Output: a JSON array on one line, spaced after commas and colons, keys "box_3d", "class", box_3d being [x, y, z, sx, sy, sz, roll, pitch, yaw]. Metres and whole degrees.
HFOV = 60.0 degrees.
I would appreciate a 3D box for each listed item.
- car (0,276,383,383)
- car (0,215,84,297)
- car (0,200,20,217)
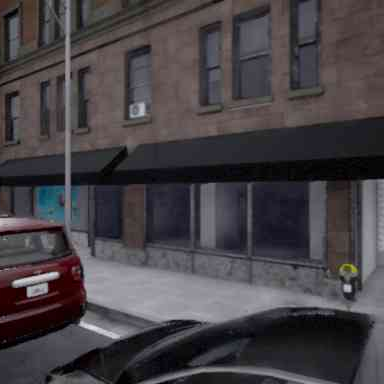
[{"box_3d": [0.719, 1.567, 2.297, 4.313, 1.339, 1.947, 0, 0, 36], "class": "car"}, {"box_3d": [-3.890, 1.320, 5.587, 5.009, 1.841, 2.192, 0, 0, 36], "class": "car"}, {"box_3d": [-19.481, 1.590, 31.947, 1.882, 1.535, 5.008, 0, 0, 35], "class": "car"}]
